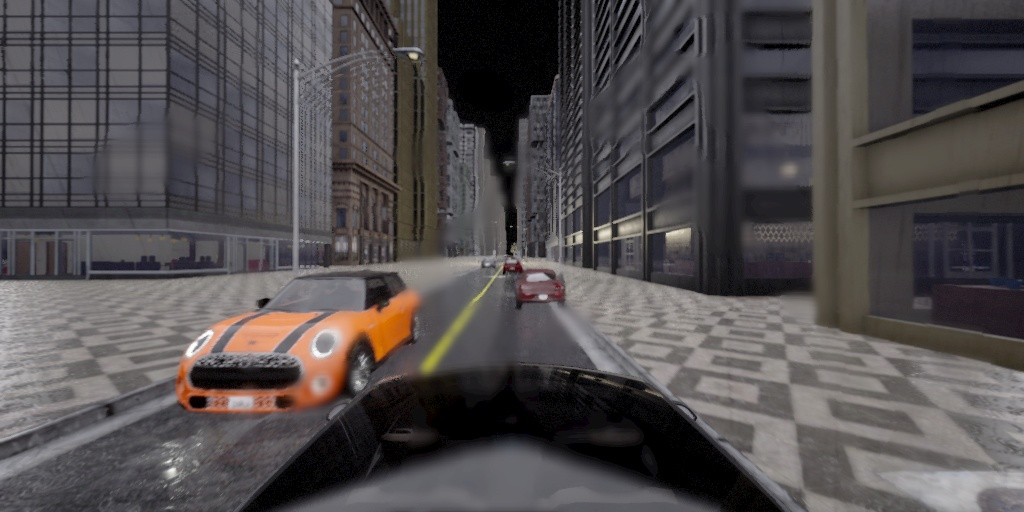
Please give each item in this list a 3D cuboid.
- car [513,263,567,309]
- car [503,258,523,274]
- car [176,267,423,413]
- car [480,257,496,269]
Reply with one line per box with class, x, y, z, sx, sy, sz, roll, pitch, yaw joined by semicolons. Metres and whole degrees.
car;1.050;1.195;14.336;1.812;1.442;4.674;0;0;0
car;0.053;1.002;36.671;1.882;1.535;5.008;0;1;0
car;-3.098;1.072;6.343;2.097;1.767;4.553;0;0;0
car;-3.080;0.947;47.338;2.128;1.511;4.902;0;0;0
